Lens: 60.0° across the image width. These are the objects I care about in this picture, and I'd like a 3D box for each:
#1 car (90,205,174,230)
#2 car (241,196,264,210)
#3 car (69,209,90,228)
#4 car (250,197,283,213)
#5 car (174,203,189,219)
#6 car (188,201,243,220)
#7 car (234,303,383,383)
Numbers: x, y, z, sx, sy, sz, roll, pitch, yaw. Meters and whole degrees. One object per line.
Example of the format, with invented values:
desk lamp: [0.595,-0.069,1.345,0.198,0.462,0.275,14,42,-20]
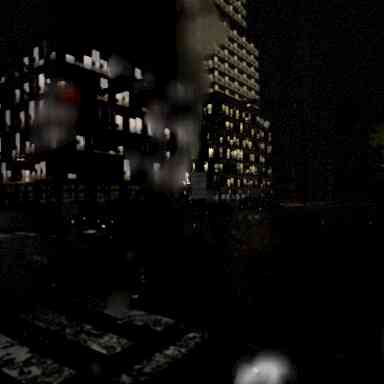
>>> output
car: [-3.940,1.753,22.918,2.033,1.411,5.357,-2,-1,37]
car: [7.929,1.528,44.041,2.150,2.045,5.566,-2,-1,37]
car: [-6.676,1.775,24.686,2.128,1.511,4.902,-2,-1,37]
car: [9.468,1.716,40.681,2.128,1.511,4.902,-2,-1,37]
car: [-0.436,1.841,32.957,2.033,1.411,5.357,-2,-1,37]
car: [2.318,1.763,31.220,2.033,1.411,5.357,-2,-1,37]
car: [2.448,1.342,1.938,4.553,1.767,2.097,-1,0,35]
